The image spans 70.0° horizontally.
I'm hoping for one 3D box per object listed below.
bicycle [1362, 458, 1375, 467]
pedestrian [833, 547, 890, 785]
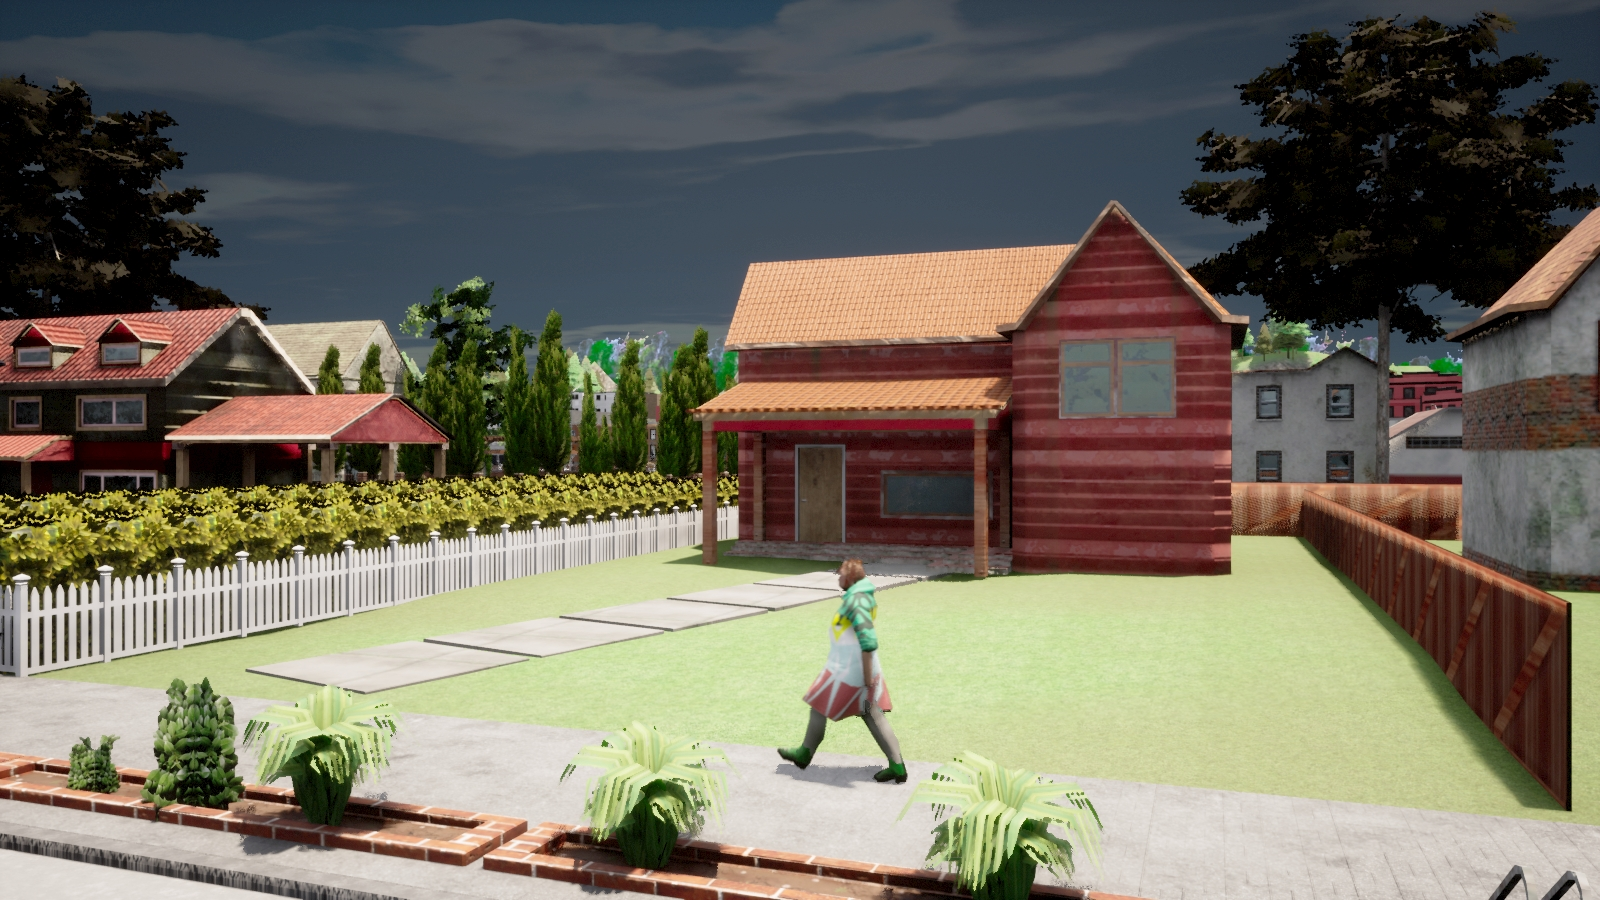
[{"bbox_3d":[91.305,2.060,183.570,1.835,1.471,0.329,0,0,20],"label":"bicycle"},{"bbox_3d":[0.509,1.744,9.363,0.375,1.860,0.375,0,0,20],"label":"pedestrian"}]
